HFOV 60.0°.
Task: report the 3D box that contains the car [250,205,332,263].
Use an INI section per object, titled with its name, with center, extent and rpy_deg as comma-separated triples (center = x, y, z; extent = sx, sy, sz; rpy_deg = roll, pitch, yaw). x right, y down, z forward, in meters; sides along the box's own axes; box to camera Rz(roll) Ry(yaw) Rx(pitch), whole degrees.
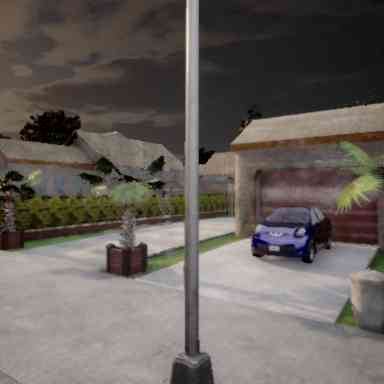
[car]
center = 3.149, 1.161, 10.297
extent = 1.845, 1.501, 3.633
rpy_deg = 0, 0, 33
